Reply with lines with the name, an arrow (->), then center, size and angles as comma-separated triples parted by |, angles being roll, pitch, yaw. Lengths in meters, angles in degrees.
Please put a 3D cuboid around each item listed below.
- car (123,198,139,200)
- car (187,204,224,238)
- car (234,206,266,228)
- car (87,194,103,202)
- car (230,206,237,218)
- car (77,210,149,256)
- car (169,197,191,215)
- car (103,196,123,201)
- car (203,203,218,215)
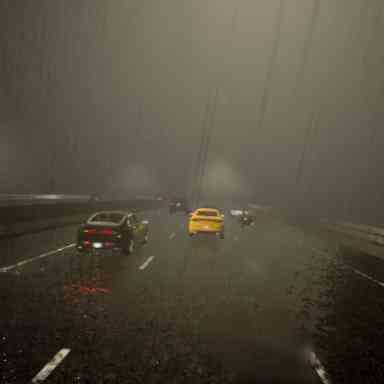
car -> -10.537, 1.758, 60.374 | 1.994, 1.385, 4.181 | 3, -1, 5
car -> 0.916, 1.760, 20.124 | 1.882, 1.535, 5.008 | 3, -1, 3
car -> 4.809, 2.176, 27.378 | 1.895, 1.301, 4.718 | 3, -1, 4
car -> -17.492, 1.189, 60.896 | 2.097, 1.767, 4.553 | 3, -1, 5
car -> 5.565, 2.369, 39.730 | 1.895, 1.301, 4.718 | 3, -1, 4
car -> -2.951, 1.505, 13.281 | 1.837, 1.490, 4.892 | 3, 0, 3
car -> -1.361, 1.628, 40.015 | 2.150, 2.045, 5.566 | 3, -1, 4
car -> -13.965, 1.576, 61.282 | 2.033, 1.411, 5.357 | 3, -1, 5
car -> 2.533, 2.290, 45.998 | 1.895, 1.301, 4.718 | 3, -1, 4
